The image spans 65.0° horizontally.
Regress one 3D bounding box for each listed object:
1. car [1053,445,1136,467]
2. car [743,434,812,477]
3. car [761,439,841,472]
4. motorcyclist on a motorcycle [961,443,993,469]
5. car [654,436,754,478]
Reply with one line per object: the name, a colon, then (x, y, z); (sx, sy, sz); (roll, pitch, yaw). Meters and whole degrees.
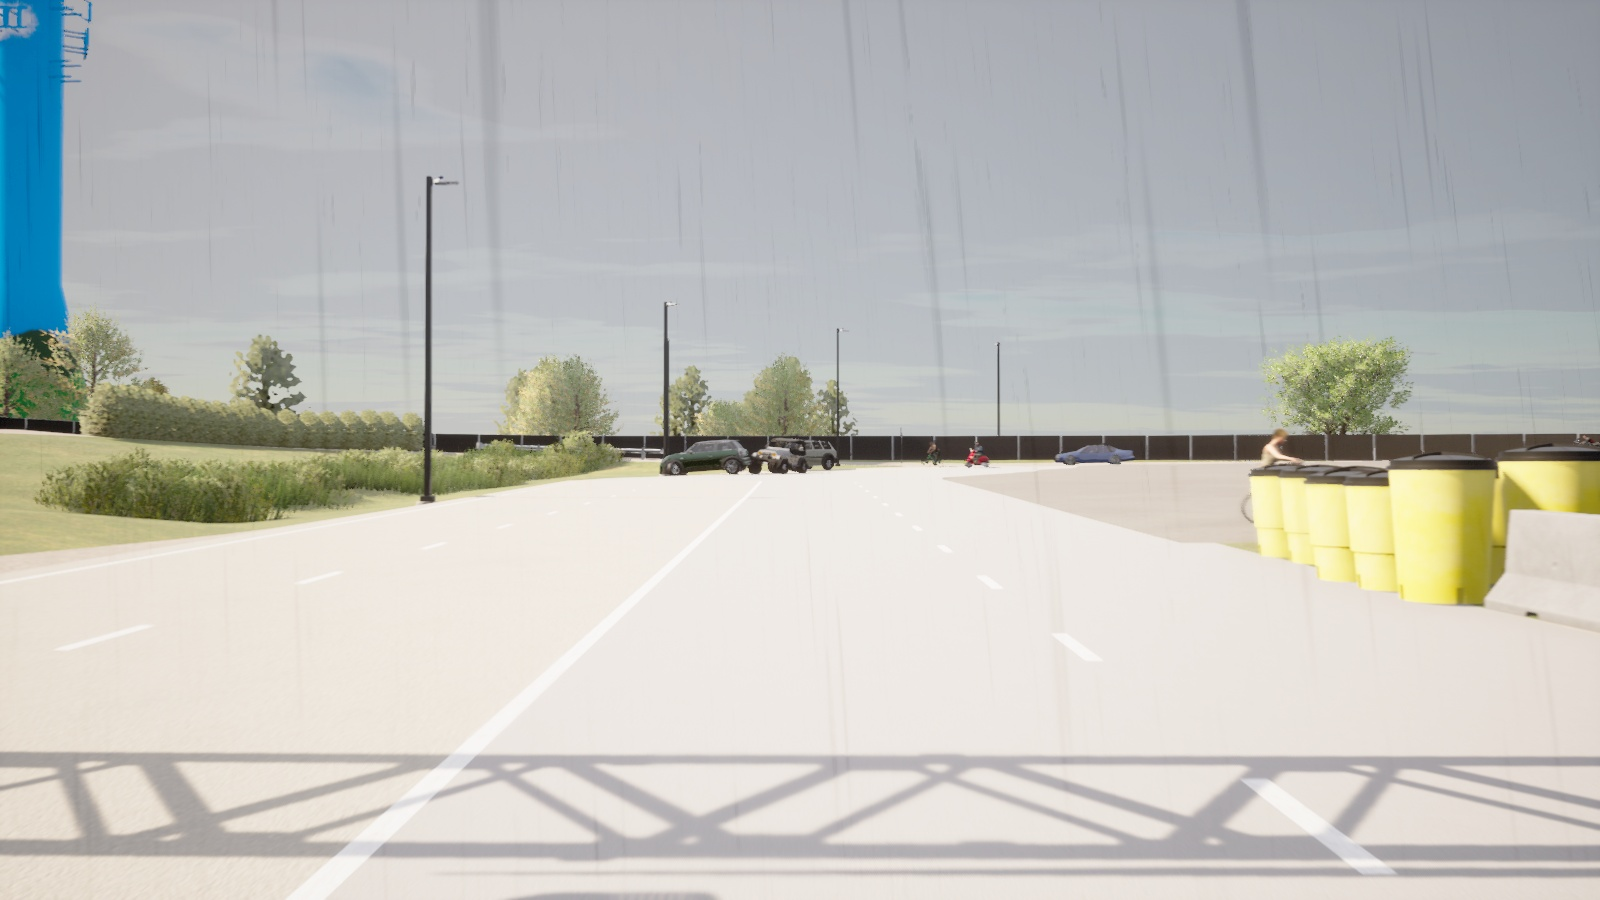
car: (20.042, 0.405, 85.753); (5.357, 1.411, 2.033); (-1, -1, 8)
car: (-1.115, 0.292, 65.244); (1.905, 1.878, 3.866); (6, 0, 25)
car: (0.068, 0.277, 72.955); (4.605, 1.855, 1.932); (-1, 1, -45)
motorcyclist on a motorcycle: (10.860, 0.341, 77.118); (1.817, 1.590, 0.866); (0, 1, -29)
car: (-4.819, 0.342, 63.520); (4.553, 1.767, 2.097); (-4, 2, 10)
